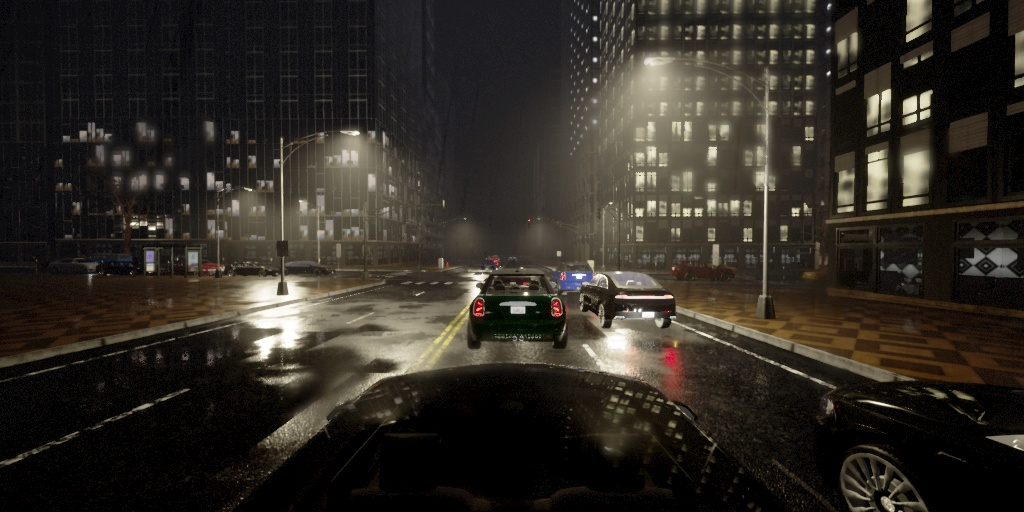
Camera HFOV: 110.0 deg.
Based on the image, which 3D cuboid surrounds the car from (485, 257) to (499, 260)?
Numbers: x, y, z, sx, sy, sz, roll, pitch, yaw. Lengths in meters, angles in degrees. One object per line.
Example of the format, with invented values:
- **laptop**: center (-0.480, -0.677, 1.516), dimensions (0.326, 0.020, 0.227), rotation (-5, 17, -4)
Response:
- **car**: center (-3.275, 1.241, 50.808), dimensions (1.812, 1.442, 4.674), rotation (0, 0, 0)

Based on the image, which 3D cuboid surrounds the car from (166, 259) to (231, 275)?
- **car**: center (-29.879, 1.024, 34.216), dimensions (4.674, 1.442, 1.812), rotation (1, 1, 1)

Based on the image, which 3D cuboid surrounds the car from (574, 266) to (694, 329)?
- **car**: center (3.364, 1.237, 11.280), dimensions (2.128, 1.511, 4.902), rotation (0, 0, 0)

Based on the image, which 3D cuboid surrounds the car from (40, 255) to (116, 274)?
- **car**: center (-41.670, 0.917, 34.487), dimensions (4.674, 1.442, 1.812), rotation (1, 1, 2)

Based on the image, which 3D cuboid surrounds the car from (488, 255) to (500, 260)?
- **car**: center (-3.243, 0.925, 61.032), dimensions (2.150, 2.045, 5.566), rotation (0, 0, 0)

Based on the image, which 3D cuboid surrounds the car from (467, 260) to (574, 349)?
- **car**: center (0.111, 1.099, 9.306), dimensions (2.097, 1.767, 4.553), rotation (0, 0, 0)

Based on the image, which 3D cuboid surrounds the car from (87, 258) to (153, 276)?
- **car**: center (-34.053, 1.069, 31.676), dimensions (4.313, 1.339, 1.948), rotation (0, 0, 1)

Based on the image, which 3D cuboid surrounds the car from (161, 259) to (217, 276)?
- **car**: center (-28.372, 1.138, 31.494), dimensions (4.207, 1.307, 1.802), rotation (0, 0, 1)

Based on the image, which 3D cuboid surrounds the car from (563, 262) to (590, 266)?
- **car**: center (3.377, 1.092, 20.122), dimensions (2.097, 1.767, 4.553), rotation (0, 0, 0)

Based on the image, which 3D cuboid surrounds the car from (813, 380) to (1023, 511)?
- **car**: center (3.344, 1.242, 0.888), dimensions (2.128, 1.511, 4.902), rotation (0, 0, 0)

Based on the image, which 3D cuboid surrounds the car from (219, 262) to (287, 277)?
- **car**: center (-22.689, 1.173, 31.353), dimensions (4.313, 1.339, 1.948), rotation (0, 0, 1)

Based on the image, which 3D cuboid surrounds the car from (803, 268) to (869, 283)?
- **car**: center (27.684, 1.579, 30.555), dimensions (4.829, 1.417, 1.751), rotation (0, 0, 1)

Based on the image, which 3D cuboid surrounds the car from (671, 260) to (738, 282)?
- **car**: center (16.236, 1.269, 30.769), dimensions (5.009, 1.841, 2.192), rotation (0, 0, 1)

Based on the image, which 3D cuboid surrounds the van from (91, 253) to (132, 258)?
- **van**: center (-45.231, 0.605, 40.353), dimensions (3.998, 1.789, 1.690), rotation (0, 0, 1)

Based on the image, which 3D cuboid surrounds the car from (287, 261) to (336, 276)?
- **car**: center (-19.660, 1.139, 33.980), dimensions (5.357, 1.411, 2.033), rotation (0, 1, 0)
